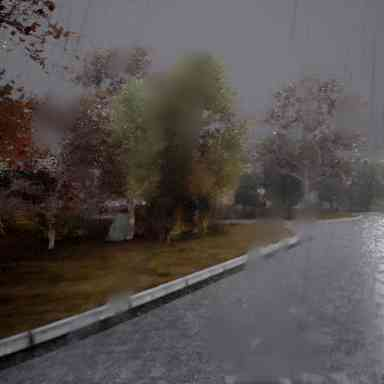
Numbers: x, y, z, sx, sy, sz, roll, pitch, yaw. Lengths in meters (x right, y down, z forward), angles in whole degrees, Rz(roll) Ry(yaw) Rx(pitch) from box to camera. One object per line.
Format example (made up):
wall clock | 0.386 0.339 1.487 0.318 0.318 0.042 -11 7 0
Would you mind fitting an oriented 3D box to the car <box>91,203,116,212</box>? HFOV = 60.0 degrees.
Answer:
car | -14.890 2.442 54.293 4.553 1.767 2.185 0 0 34
